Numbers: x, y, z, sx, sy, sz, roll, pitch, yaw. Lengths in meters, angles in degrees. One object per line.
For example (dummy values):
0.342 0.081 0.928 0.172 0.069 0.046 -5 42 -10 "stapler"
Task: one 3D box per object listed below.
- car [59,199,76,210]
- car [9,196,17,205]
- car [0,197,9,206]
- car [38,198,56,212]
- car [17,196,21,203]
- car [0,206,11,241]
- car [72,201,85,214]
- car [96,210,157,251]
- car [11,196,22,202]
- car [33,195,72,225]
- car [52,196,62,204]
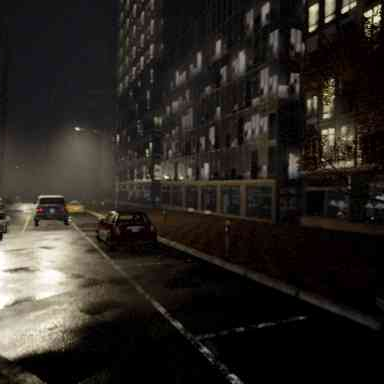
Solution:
-16.979 1.662 45.203 1.947 1.339 4.313 -1 0 -25 "car"
-31.610 1.593 57.075 1.887 1.381 4.507 -1 0 -25 "car"
-24.604 1.458 41.723 1.967 1.590 4.097 -1 0 -25 "car"
-17.841 1.543 40.866 1.882 1.535 5.008 1 0 -24 "car"
-36.281 1.654 67.309 1.802 1.307 4.206 -1 0 -25 "car"
-10.175 1.599 16.403 1.895 1.301 4.718 1 0 -24 "car"
-12.379 1.603 35.125 1.752 1.417 4.829 -1 0 -25 "car"
-2.966 1.487 14.500 1.967 1.590 4.097 -1 0 -25 "car"
-40.952 1.647 77.543 2.008 1.369 4.403 -1 0 -25 "car"
-10.330 1.262 24.400 2.150 2.045 5.566 1 0 -24 "car"
-28.728 1.676 70.942 1.752 1.417 4.829 -1 0 -25 "car"
